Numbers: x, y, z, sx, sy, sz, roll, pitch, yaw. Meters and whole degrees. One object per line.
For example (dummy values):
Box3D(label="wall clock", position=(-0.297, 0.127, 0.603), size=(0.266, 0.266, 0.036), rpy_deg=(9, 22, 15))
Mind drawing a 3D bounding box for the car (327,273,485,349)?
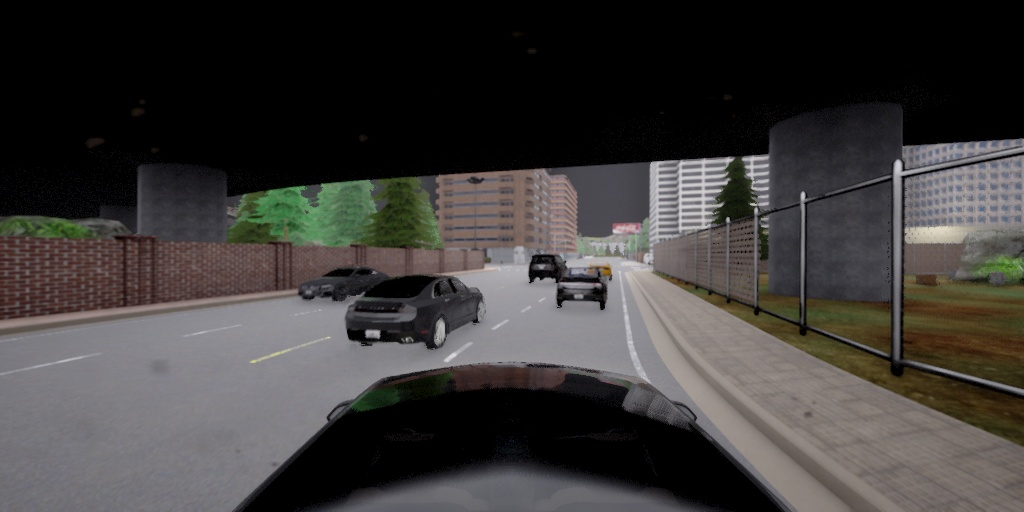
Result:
Box3D(label="car", position=(-2.113, 1.224, 9.159), size=(1.837, 1.490, 4.892), rpy_deg=(0, 0, 13))

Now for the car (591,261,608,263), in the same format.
Box3D(label="car", position=(7.246, 1.149, 29.599), size=(1.882, 1.535, 5.008), rpy_deg=(0, 0, 16))

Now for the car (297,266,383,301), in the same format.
Box3D(label="car", position=(-7.579, 1.206, 16.749), size=(1.812, 1.442, 4.674), rpy_deg=(0, 0, 17))

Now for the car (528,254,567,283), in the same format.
Box3D(label="car", position=(2.735, 0.892, 26.642), size=(2.150, 2.045, 5.566), rpy_deg=(0, 0, 16))

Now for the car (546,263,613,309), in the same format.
Box3D(label="car", position=(2.992, 1.202, 14.862), size=(2.128, 1.511, 4.902), rpy_deg=(0, 0, 16))
